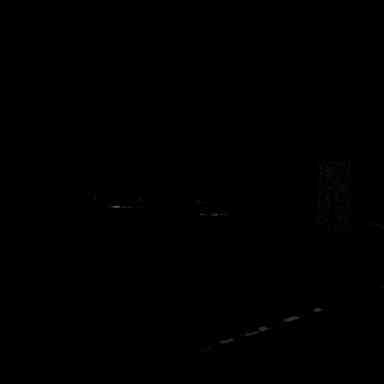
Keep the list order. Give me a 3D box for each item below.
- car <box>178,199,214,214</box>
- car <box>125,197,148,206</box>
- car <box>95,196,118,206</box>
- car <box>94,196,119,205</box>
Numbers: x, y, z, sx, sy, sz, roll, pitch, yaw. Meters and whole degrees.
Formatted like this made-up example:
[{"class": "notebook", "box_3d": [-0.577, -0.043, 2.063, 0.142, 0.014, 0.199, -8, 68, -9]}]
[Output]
[{"class": "car", "box_3d": [0.378, 1.481, 35.213, 1.812, 1.442, 4.674, 1, -1, -38]}, {"class": "car", "box_3d": [-8.480, 1.504, 50.903, 1.812, 1.442, 4.674, 1, -1, -39]}, {"class": "car", "box_3d": [-13.423, 1.524, 52.462, 1.895, 1.301, 4.718, 1, -1, -40]}, {"class": "car", "box_3d": [-15.141, 1.460, 58.730, 2.128, 1.511, 4.902, 1, -1, -41]}]
